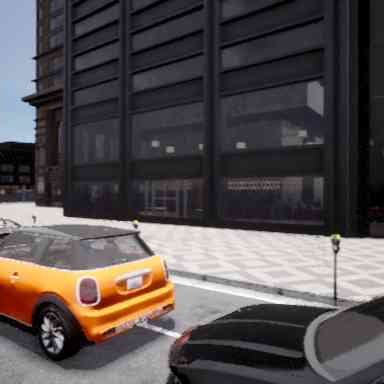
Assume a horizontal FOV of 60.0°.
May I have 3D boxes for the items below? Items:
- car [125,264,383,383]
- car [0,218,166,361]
[{"bbox_3d":[2.137,1.491,2.380,5.008,1.535,1.882,0,0,27],"label":"car"},{"bbox_3d":[-2.578,1.375,6.208,4.553,1.767,2.097,0,0,36],"label":"car"}]
